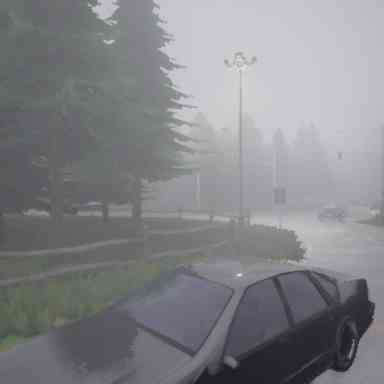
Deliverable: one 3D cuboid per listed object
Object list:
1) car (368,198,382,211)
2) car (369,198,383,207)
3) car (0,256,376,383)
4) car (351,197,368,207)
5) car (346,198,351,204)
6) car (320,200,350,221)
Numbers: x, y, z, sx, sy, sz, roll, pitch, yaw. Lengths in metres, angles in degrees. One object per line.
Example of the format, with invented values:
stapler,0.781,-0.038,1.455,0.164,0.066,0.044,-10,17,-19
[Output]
car,25.894,1.861,45.950,1.994,1.385,4.181,0,0,31
car,35.088,1.912,62.399,1.837,1.490,4.892,0,0,10
car,0.412,1.582,3.992,5.357,1.411,2.033,0,-1,-43
car,31.143,1.762,60.564,2.097,1.767,4.553,0,-1,12
car,35.130,1.975,72.791,1.882,1.535,5.008,0,0,-11
car,12.436,1.728,29.232,1.812,1.442,4.674,-1,0,30
